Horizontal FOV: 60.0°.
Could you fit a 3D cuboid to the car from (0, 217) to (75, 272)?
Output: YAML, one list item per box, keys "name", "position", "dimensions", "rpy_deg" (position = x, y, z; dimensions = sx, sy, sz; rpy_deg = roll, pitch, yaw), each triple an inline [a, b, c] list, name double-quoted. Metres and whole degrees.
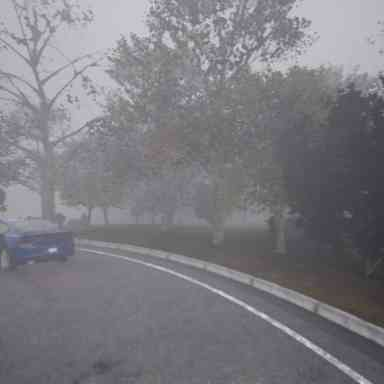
- name: "car"
  position: [-5.972, 1.604, 11.504]
  dimensions: [5.008, 1.535, 1.882]
  rpy_deg: [-1, -1, 42]
